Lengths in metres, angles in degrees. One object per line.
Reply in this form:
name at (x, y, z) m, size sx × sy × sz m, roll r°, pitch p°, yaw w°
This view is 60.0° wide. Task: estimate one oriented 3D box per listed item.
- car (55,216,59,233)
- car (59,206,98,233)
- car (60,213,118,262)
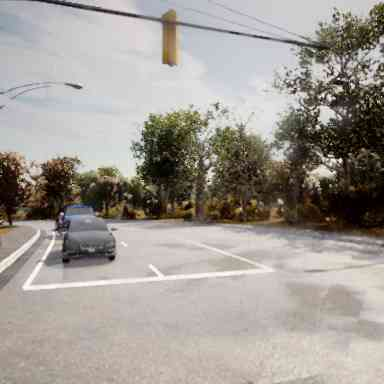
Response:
car at (-11.890, 2.761, 31.991) m, size 2.097 × 1.767 × 4.553 m, roll 1°, pitch -4°, yaw -27°
car at (-7.727, 1.982, 22.745) m, size 2.150 × 2.045 × 5.566 m, roll 1°, pitch -4°, yaw -22°
car at (-4.234, 1.801, 13.455) m, size 1.837 × 1.490 × 4.892 m, roll 1°, pitch -2°, yaw -21°
